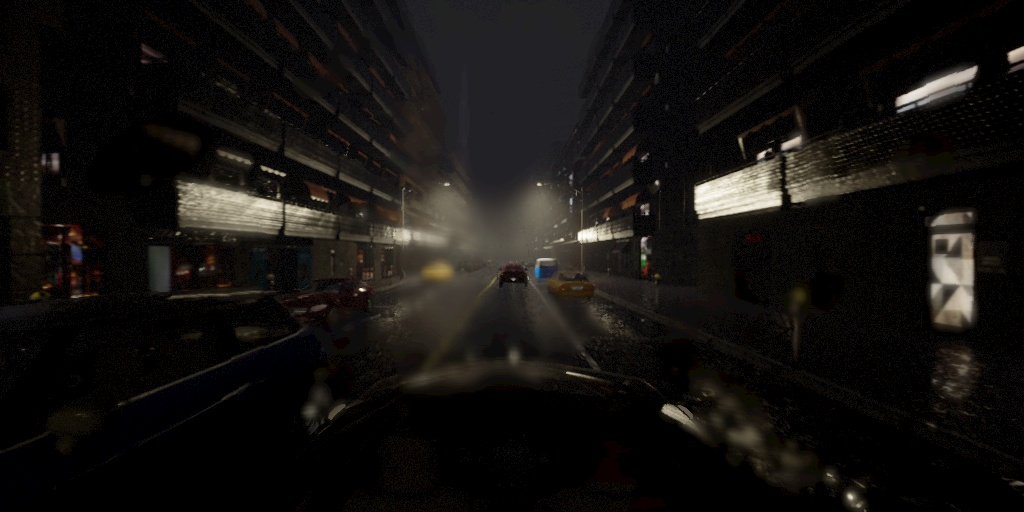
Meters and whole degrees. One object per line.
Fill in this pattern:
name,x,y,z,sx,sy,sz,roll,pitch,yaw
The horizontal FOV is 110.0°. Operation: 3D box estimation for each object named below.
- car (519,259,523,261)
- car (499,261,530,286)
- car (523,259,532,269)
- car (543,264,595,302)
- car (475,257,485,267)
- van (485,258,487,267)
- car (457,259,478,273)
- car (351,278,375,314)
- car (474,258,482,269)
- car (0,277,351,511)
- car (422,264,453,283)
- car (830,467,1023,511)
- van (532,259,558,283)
car,0.098,1.363,47.094,1.895,1.301,4.718,0,0,0
car,0.097,1.279,24.838,1.812,1.442,4.674,0,0,0
car,2.685,1.314,49.933,2.007,1.370,4.403,0,0,0
car,2.687,1.277,16.963,1.751,1.417,4.829,0,0,0
car,-5.697,1.311,55.470,1.888,1.381,4.507,0,0,0
van,-5.697,1.110,60.993,1.690,1.789,3.998,0,0,0
car,-5.695,1.327,44.422,1.948,1.339,4.313,0,0,0
car,-5.693,1.333,11.282,1.802,1.307,4.207,0,0,0
car,-5.696,1.309,49.946,1.888,1.381,4.507,0,0,0
car,-3.095,1.102,2.215,2.097,1.767,4.553,0,0,0
car,-5.695,1.280,27.683,1.751,1.417,4.829,0,0,0
car,2.689,1.316,0.223,1.948,1.339,4.313,0,0,0
van,2.686,1.096,27.841,1.690,1.789,3.998,0,0,0
